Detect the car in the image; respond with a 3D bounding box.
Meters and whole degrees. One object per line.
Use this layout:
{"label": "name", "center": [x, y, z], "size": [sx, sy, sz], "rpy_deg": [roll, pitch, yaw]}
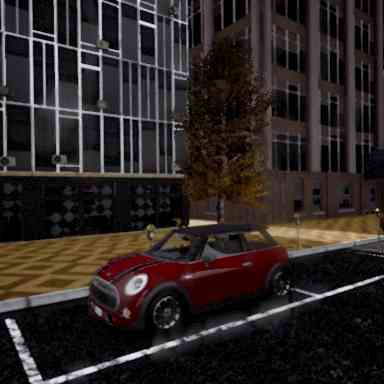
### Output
{"label": "car", "center": [0.085, 1.417, 6.630], "size": [4.097, 1.590, 1.967], "rpy_deg": [0, 0, -35]}
